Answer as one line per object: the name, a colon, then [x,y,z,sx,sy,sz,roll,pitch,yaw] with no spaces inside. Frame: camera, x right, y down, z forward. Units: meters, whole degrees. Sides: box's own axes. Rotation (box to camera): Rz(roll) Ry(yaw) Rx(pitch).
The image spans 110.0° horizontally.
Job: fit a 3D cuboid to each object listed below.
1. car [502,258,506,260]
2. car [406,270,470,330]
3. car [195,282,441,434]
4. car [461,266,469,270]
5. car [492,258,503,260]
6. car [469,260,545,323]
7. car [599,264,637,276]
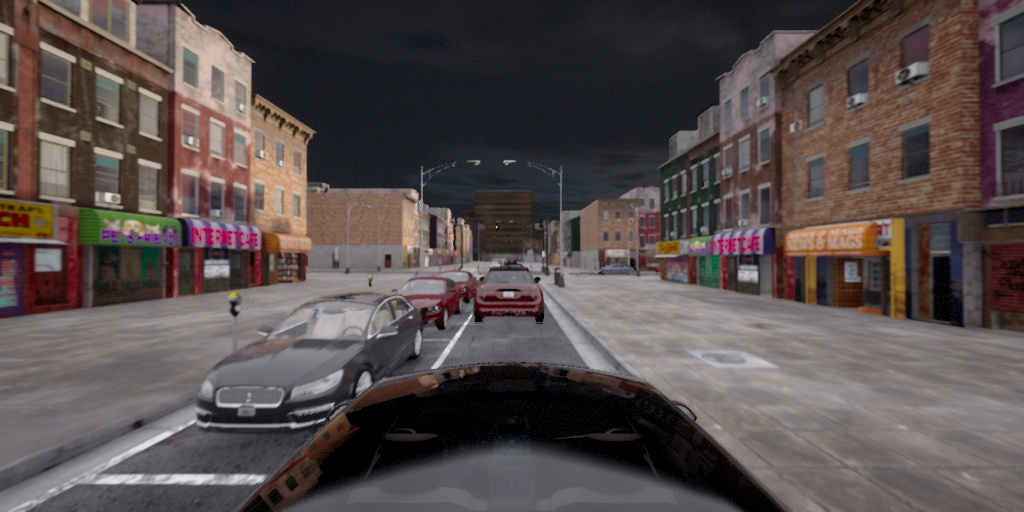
car: [-2.623,1.264,59.623,2.192,1.841,5.009,0,0,0]
car: [-2.634,1.316,11.235,1.888,1.381,4.507,0,0,0]
car: [-2.636,1.309,5.742,2.007,1.370,4.403,0,0,0]
car: [-2.633,1.330,16.730,1.888,1.381,4.507,0,0,0]
car: [-2.624,1.450,54.010,1.751,1.417,4.829,0,0,0]
car: [-0.066,1.125,12.350,2.097,1.767,4.553,0,0,1]
car: [11.723,1.557,39.496,4.181,1.385,1.994,1,-1,0]
